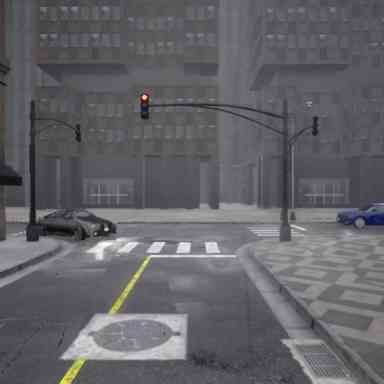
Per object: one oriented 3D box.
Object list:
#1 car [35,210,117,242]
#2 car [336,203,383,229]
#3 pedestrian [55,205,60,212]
[{"bbox_3d":[-5.767,1.568,16.434,4.181,1.385,1.994,0,0,26],"label":"car"},{"bbox_3d":[11.810,1.458,21.085,5.008,1.535,1.882,0,0,1],"label":"car"},{"bbox_3d":[-9.819,1.532,24.377,0.500,1.100,0.500,0,0,1],"label":"pedestrian"}]
